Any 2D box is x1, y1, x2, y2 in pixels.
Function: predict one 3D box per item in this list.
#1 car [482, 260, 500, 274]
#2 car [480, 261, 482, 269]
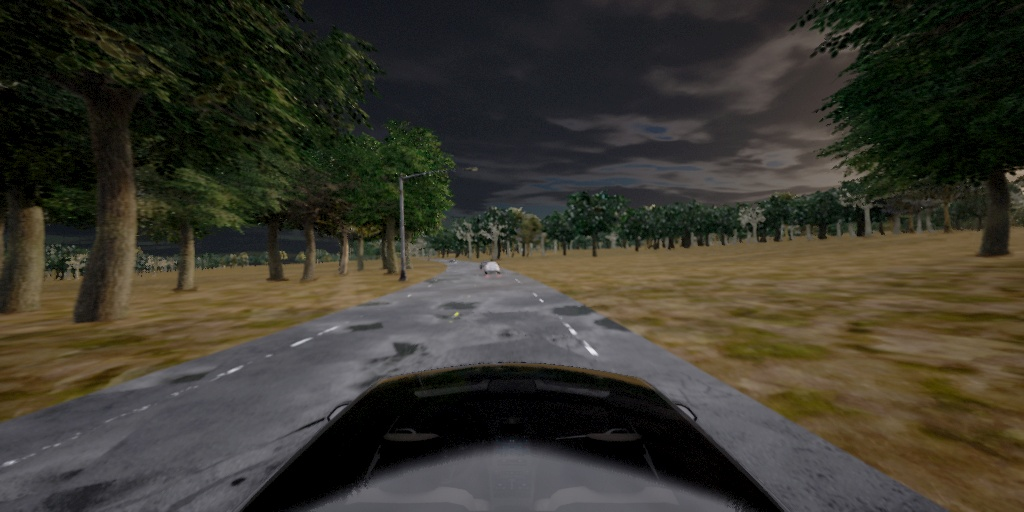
[{"bbox_3d":[-2.614,1.502,46.327,1.812,1.442,4.674,-1,0,-6],"label":"car"},{"bbox_3d":[-4.699,1.495,62.867,2.128,1.511,4.902,-1,0,-8],"label":"car"}]
